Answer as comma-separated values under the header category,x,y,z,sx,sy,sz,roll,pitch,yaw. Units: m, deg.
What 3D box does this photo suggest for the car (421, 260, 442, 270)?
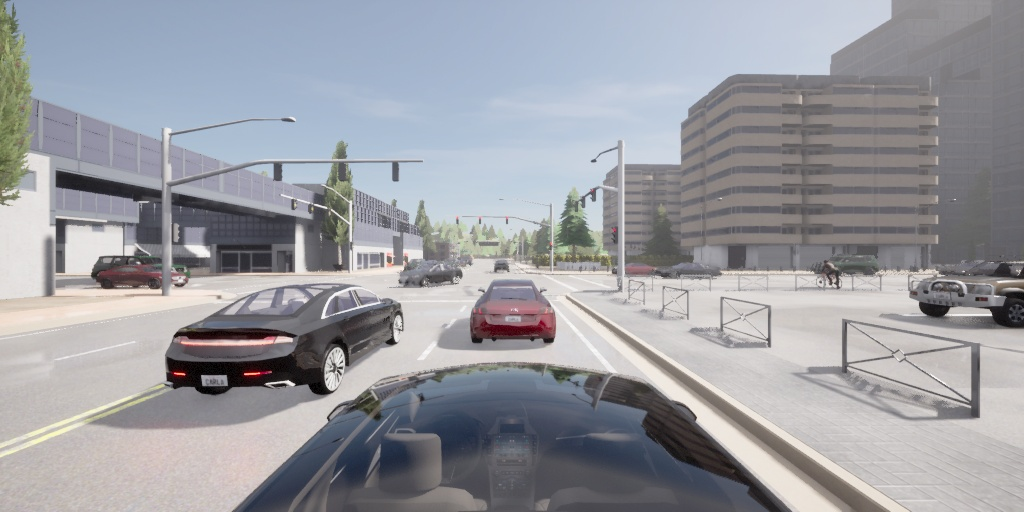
category,x,y,z,sx,sy,sz,roll,pitch,yaw
car,-11.972,1.297,53.643,2.033,1.411,5.357,0,0,-1

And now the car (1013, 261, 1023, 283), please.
category,x,y,z,sx,sy,sz,roll,pitch,yaw
car,43.309,1.314,28.389,4.181,1.385,1.994,0,0,-1

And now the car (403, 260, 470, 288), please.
category,x,y,z,sx,sy,sz,roll,pitch,yaw
car,-5.305,1.241,23.689,2.128,1.511,4.902,0,0,31

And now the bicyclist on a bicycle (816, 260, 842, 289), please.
category,x,y,z,sx,sy,sz,roll,pitch,yaw
bicyclist on a bicycle,17.933,1.052,20.308,0.582,1.620,1.656,0,0,-2

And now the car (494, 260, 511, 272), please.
category,x,y,z,sx,sy,sz,roll,pitch,yaw
car,-1.253,1.255,45.814,1.837,1.490,4.892,-1,0,0

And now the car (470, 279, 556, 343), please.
category,x,y,z,sx,sy,sz,roll,pitch,yaw
car,0.014,1.314,9.667,1.994,1.385,4.181,0,0,0

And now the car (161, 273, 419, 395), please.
category,x,y,z,sx,sy,sz,roll,pitch,yaw
car,-3.472,1.242,6.610,2.128,1.511,4.902,0,0,0

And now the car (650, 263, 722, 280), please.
category,x,y,z,sx,sy,sz,roll,pitch,yaw
car,15.279,1.297,31.218,5.357,1.411,2.033,0,0,-2

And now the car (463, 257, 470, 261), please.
category,x,y,z,sx,sy,sz,roll,pitch,yaw
car,-8.604,1.314,59.035,1.994,1.385,4.181,0,0,-1

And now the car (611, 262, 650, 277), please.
category,x,y,z,sx,sy,sz,roll,pitch,yaw
car,11.755,1.312,34.615,4.181,1.385,1.994,0,0,-2

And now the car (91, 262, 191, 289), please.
category,x,y,z,sx,sy,sz,roll,pitch,yaw
car,-22.881,1.276,22.237,4.674,1.442,1.812,0,0,0

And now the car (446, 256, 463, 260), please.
category,x,y,z,sx,sy,sz,roll,pitch,yaw
car,-8.339,1.102,49.067,2.097,1.767,4.553,0,0,-1

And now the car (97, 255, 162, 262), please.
category,x,y,z,sx,sy,sz,roll,pitch,yaw
car,-26.437,0.971,25.635,5.566,2.045,2.150,0,0,-1

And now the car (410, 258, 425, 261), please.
category,x,y,z,sx,sy,sz,roll,pitch,yaw
car,-11.756,1.102,44.178,2.097,1.767,4.553,0,0,0

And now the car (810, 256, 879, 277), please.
category,x,y,z,sx,sy,sz,roll,pitch,yaw
car,32.651,0.971,35.226,5.566,2.045,2.150,0,0,-2

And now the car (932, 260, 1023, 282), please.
category,x,y,z,sx,sy,sz,roll,pitch,yaw
car,41.445,1.297,31.942,5.357,1.411,2.033,0,0,-1
